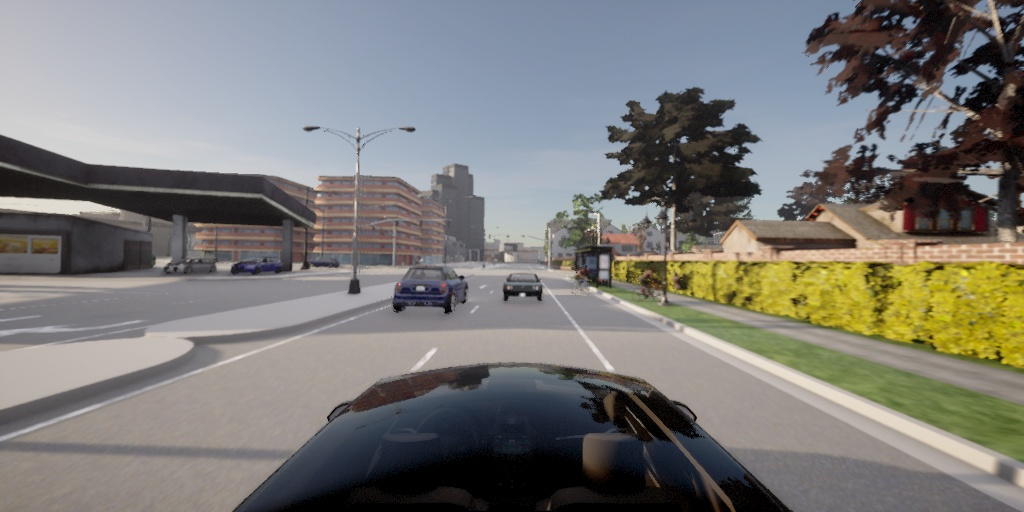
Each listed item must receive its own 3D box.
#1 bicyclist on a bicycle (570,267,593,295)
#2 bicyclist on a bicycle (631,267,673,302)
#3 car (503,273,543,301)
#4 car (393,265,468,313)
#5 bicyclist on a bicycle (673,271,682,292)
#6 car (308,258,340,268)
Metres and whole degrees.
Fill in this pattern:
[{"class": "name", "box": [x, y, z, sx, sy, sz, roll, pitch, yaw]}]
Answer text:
[{"class": "bicyclist on a bicycle", "box": [4.093, 1.471, 21.137, 0.582, 1.620, 1.656, 2, -2, -41]}, {"class": "bicyclist on a bicycle", "box": [6.276, 1.318, 16.389, 1.656, 1.620, 0.582, 0, -1, -1]}, {"class": "car", "box": [0.582, 1.525, 18.749, 1.895, 1.301, 4.718, 1, -1, 2]}, {"class": "car", "box": [-3.071, 1.161, 14.458, 2.097, 1.767, 4.553, 1, -1, 2]}, {"class": "bicyclist on a bicycle", "box": [9.391, 1.457, 20.472, 0.582, 1.656, 1.620, -11, -26, 19]}, {"class": "car", "box": [-30.084, 1.018, 57.432, 4.553, 1.767, 2.097, 1, -1, 1]}]
